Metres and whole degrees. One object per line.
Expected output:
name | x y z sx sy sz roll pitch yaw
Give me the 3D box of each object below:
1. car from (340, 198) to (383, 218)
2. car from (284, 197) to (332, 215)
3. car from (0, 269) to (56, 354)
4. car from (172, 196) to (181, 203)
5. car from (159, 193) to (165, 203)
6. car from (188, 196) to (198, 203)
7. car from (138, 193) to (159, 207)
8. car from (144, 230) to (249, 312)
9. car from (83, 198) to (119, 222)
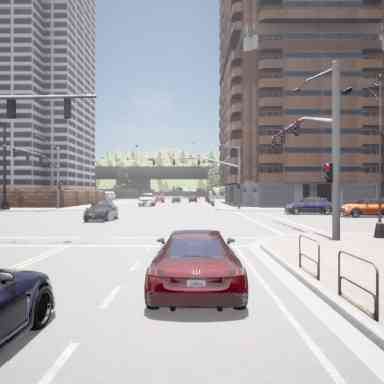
car | 15.571 1.352 29.652 4.553 1.767 2.097 0 0 1
car | 11.601 1.352 33.240 4.553 1.767 2.097 0 0 2
car | -3.432 1.564 4.247 1.994 1.385 4.181 0 0 1
car | -3.329 1.543 71.639 2.033 1.411 5.357 0 0 0
car | -6.882 1.223 68.602 2.150 2.045 5.566 0 0 0
car | 0.155 1.516 72.289 2.128 1.511 4.902 0 0 0
car | -7.001 1.222 52.214 2.150 2.045 5.566 0 0 0
car | 0.094 1.564 7.815 1.994 1.385 4.181 0 0 1
car | -7.054 1.505 26.083 1.837 1.490 4.892 0 0 0
